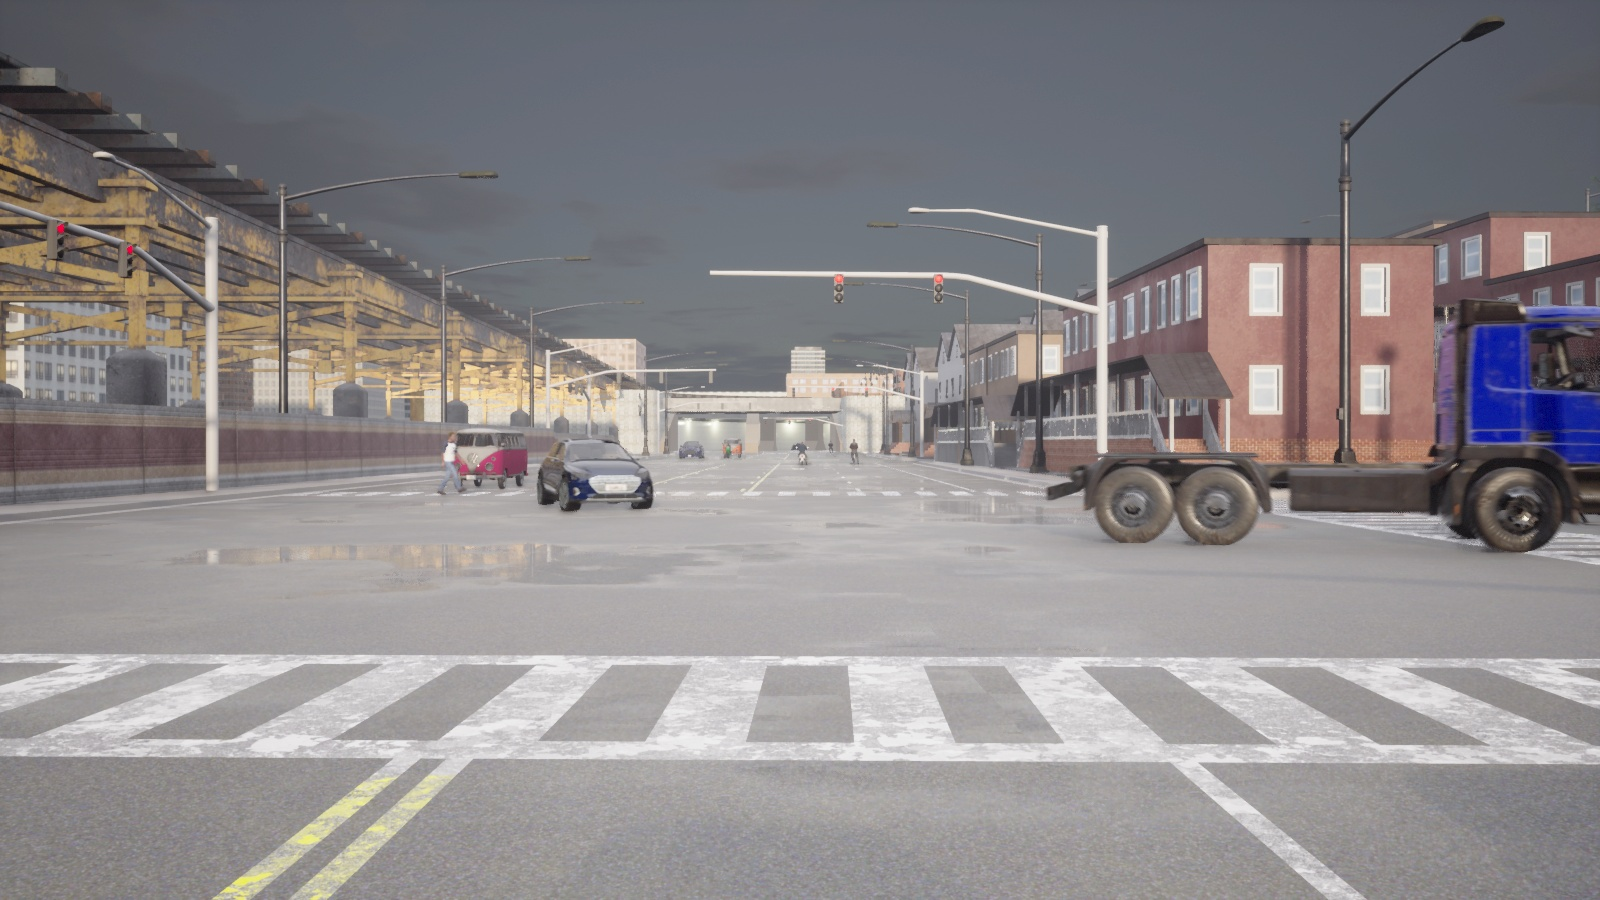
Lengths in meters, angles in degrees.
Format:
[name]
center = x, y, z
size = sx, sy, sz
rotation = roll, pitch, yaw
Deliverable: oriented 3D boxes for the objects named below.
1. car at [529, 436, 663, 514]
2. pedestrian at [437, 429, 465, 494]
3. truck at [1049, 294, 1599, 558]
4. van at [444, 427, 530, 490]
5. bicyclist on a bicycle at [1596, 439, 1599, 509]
[car]
center = -4.824, 0.508, 29.134
size = 2.033, 1.649, 4.856
rotation = 0, 0, -22
[pedestrian]
center = -9.937, 0.322, 35.754
size = 0.706, 1.836, 0.354
rotation = 0, 0, 14
[truck]
center = 7.936, -0.336, 18.865
size = 7.936, 3.462, 2.891
rotation = 0, 0, 18
[van]
center = -10.417, 0.254, 42.119
size = 1.775, 1.987, 4.442
rotation = 0, 0, 0
[bicyclist on a bicycle]
center = 19.281, 0.552, 28.819
size = 1.656, 1.620, 0.582
rotation = 0, 0, 0
